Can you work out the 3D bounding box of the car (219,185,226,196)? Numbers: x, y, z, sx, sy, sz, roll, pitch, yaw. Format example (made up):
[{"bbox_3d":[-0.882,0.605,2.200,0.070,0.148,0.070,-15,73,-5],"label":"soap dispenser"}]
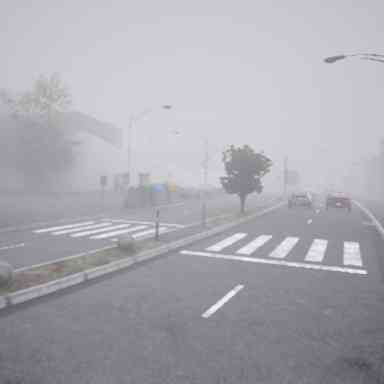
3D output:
[{"bbox_3d":[1.930,-0.162,47.522,5.008,1.535,2.097,0,2,1],"label":"car"}]

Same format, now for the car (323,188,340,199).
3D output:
[{"bbox_3d":[19.846,0.221,47.375,1.895,1.301,4.718,2,2,19],"label":"car"}]

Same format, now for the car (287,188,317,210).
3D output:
[{"bbox_3d":[9.634,0.669,29.375,2.128,1.511,4.902,2,3,23],"label":"car"}]

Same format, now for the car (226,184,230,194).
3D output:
[{"bbox_3d":[2.907,-0.385,50.293,4.553,1.767,2.185,0,2,0],"label":"car"}]

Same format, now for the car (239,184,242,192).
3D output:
[{"bbox_3d":[5.829,-0.550,58.665,4.892,1.521,2.231,0,2,-1],"label":"car"}]

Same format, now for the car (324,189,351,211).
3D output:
[{"bbox_3d":[12.515,0.723,28.480,1.882,1.535,5.008,2,2,23],"label":"car"}]

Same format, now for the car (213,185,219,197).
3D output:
[{"bbox_3d":[0.884,-0.023,44.767,4.674,1.452,2.002,0,2,1],"label":"car"}]

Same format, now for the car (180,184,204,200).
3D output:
[{"bbox_3d":[-1.303,0.165,39.263,4.792,1.488,2.163,0,2,2],"label":"car"}]

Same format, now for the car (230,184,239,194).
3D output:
[{"bbox_3d":[4.893,-0.453,55.863,4.892,1.521,2.231,0,2,-1],"label":"car"}]

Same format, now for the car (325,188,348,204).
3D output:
[{"bbox_3d":[16.308,0.421,37.861,2.128,1.511,4.902,2,2,21],"label":"car"}]

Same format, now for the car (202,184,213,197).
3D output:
[{"bbox_3d":[-0.173,0.037,42.004,4.892,1.521,2.231,0,2,2],"label":"car"}]

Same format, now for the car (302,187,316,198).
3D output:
[{"bbox_3d":[17.143,0.050,48.725,1.812,1.442,4.674,2,2,19],"label":"car"}]
